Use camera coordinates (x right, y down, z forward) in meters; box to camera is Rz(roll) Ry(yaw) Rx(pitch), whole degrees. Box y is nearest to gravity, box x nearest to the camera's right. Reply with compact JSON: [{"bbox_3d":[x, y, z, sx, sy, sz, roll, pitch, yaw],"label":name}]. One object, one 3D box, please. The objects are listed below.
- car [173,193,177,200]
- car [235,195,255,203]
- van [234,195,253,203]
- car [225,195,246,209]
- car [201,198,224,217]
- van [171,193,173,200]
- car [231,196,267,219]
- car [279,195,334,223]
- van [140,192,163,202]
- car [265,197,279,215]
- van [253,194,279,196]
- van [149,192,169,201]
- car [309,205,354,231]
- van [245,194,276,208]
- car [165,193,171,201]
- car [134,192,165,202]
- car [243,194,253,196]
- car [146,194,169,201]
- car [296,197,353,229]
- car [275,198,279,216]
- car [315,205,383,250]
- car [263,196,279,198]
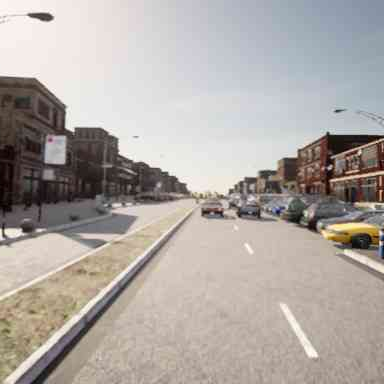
[{"bbox_3d":[-7.489,1.152,86.647,5.566,2.045,2.435,1,0,4],"label":"car"},{"bbox_3d":[12.610,1.763,79.701,4.553,1.767,2.185,1,0,4],"label":"car"},{"bbox_3d":[12.639,1.674,82.463,4.442,1.987,1.878,1,0,4],"label":"van"},{"bbox_3d":[5.704,1.471,43.457,1.837,1.490,4.892,1,0,4],"label":"car"},{"bbox_3d":[1.819,1.441,29.408,1.895,1.301,4.718,1,0,4],"label":"car"},{"bbox_3d":[-7.826,1.160,83.763,4.442,1.987,1.878,1,0,4],"label":"van"},{"bbox_3d":[4.768,1.407,28.547,2.128,1.511,4.902,1,0,4],"label":"car"},{"bbox_3d":[8.972,1.269,21.916,5.566,2.045,2.435,1,0,4],"label":"car"},{"bbox_3d":[-8.520,1.071,69.883,4.442,1.987,1.878,1,0,4],"label":"van"},{"bbox_3d":[9.464,1.511,30.171,4.892,1.521,2.231,1,0,4],"label":"car"},{"bbox_3d":[10.265,1.323,41.046,4.442,1.987,1.878,1,0,4],"label":"van"},{"bbox_3d":[-8.002,1.146,81.115,4.442,1.987,1.878,1,0,4],"label":"van"},{"bbox_3d":[8.591,1.584,16.420,4.674,1.452,2.002,1,0,4],"label":"car"},{"bbox_3d":[10.734,1.414,52.187,4.442,1.987,1.878,1,-1,4],"label":"van"},{"bbox_3d":[-8.290,1.085,75.439,5.566,2.045,2.435,1,0,4],"label":"car"},{"bbox_3d":[-8.853,1.017,67.122,5.566,2.045,2.435,1,0,4],"label":"car"},{"bbox_3d":[10.476,1.336,46.681,5.566,2.045,2.435,1,-1,4],"label":"car"},{"bbox_3d":[-8.067,1.359,78.330,4.892,1.521,2.231,2,0,4],"label":"car"},{"bbox_3d":[8.734,1.403,19.171,4.553,1.767,2.185,1,0,4],"label":"car"},{"bbox_3d":[9.116,1.512,24.670,5.008,1.535,2.097,1,0,4],"label":"car"},{"bbox_3d":[8.230,1.554,13.679,5.366,1.575,1.946,1,0,4],"label":"car"},{"bbox_3d":[9.639,1.515,32.922,4.892,1.521,2.231,1,0,4],"label":"car"}]
